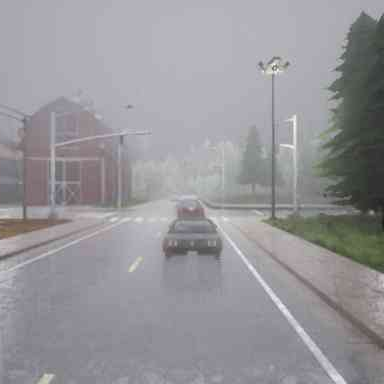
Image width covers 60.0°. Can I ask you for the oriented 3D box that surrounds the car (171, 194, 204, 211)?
[{"bbox_3d":[-0.301,1.335,27.374,2.097,1.767,4.553,0,0,-6],"label":"car"}]

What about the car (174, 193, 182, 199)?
[{"bbox_3d":[-3.495,1.106,85.637,1.812,1.442,4.674,0,0,0],"label":"car"}]

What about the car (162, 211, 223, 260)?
[{"bbox_3d":[0.037,1.596,12.400,1.895,1.301,4.718,0,0,1],"label":"car"}]
